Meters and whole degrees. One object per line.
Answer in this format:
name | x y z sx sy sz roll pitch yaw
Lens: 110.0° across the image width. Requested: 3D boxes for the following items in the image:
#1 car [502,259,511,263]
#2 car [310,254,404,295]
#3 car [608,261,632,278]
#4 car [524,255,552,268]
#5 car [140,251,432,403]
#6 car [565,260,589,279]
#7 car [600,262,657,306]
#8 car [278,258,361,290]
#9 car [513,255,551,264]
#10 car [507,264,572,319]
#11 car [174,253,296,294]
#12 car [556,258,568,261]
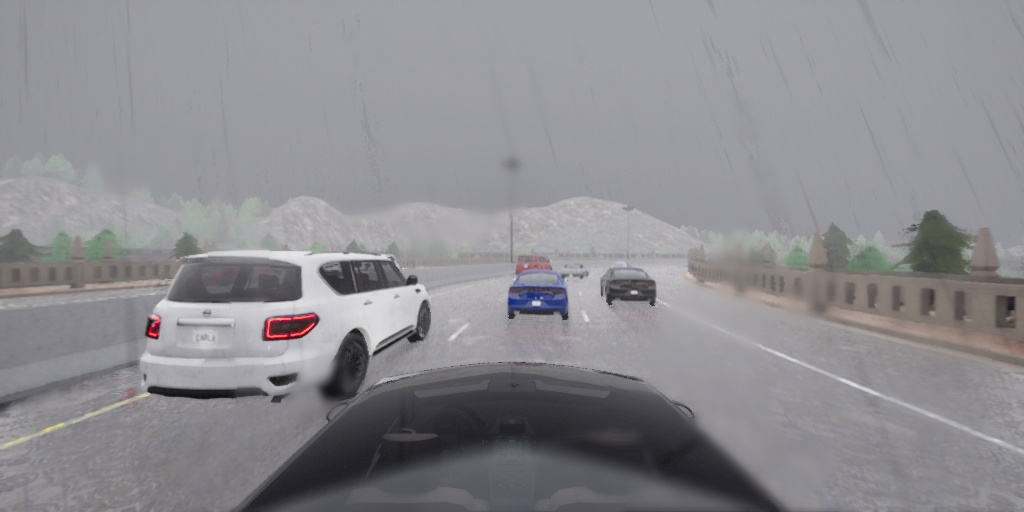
car | -0.048 1.192 59.584 1.994 1.385 4.181 0 0 33
car | -8.544 0.893 20.548 2.150 2.045 5.566 0 0 11
car | 10.414 1.254 34.302 1.812 1.442 4.674 0 0 22
car | 4.506 0.870 60.130 2.150 2.045 5.566 0 0 35
car | -3.155 0.947 6.531 2.150 2.045 5.566 0 0 3
car | 5.615 1.314 31.698 1.895 1.301 4.718 0 0 20
car | 5.022 1.221 15.978 1.882 1.535 5.008 0 0 10
car | -11.704 1.007 22.237 2.097 1.767 4.553 0 0 12
car | 2.010 0.917 31.987 2.150 2.045 5.566 0 0 19
car | 0.997 1.209 12.781 1.882 1.535 5.008 0 0 7
car | -15.612 0.860 20.761 2.150 2.045 5.566 0 0 11
car | 7.981 1.168 58.947 1.837 1.490 4.892 0 0 35
